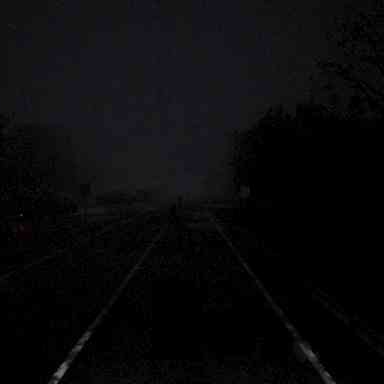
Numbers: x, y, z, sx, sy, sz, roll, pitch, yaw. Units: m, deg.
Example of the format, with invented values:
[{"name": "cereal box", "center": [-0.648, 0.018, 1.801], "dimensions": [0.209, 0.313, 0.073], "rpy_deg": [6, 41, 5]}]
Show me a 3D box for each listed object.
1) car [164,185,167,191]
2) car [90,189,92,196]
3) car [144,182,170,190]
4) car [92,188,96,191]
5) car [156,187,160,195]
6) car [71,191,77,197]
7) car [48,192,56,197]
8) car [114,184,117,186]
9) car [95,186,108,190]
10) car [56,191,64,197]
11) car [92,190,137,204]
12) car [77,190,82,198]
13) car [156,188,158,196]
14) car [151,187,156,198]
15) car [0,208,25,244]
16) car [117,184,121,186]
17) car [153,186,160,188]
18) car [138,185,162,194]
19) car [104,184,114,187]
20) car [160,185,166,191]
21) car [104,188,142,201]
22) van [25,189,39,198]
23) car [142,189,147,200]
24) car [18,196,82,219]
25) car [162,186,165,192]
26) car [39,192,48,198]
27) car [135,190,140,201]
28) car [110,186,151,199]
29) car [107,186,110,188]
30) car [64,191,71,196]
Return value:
[{"name": "car", "center": [-9.883, -0.392, 88.269], "dimensions": [4.792, 1.488, 2.163], "rpy_deg": [0, 3, 0]}, {"name": "car", "center": [-23.123, 0.481, 65.888], "dimensions": [5.008, 1.535, 2.097], "rpy_deg": [0, 2, 0]}, {"name": "car", "center": [-9.906, -0.976, 93.815], "dimensions": [5.566, 2.045, 2.435], "rpy_deg": [0, 3, 0]}, {"name": "car", "center": [-23.104, 0.395, 68.805], "dimensions": [4.892, 1.521, 2.231], "rpy_deg": [0, 2, 0]}, {"name": "car", "center": [-10.043, 0.337, 71.564], "dimensions": [4.792, 1.488, 2.163], "rpy_deg": [0, 2, 0]}, {"name": "car", "center": [-23.364, 0.667, 57.655], "dimensions": [5.366, 1.575, 1.946], "rpy_deg": [0, 1, 0]}, {"name": "car", "center": [-23.232, 0.811, 49.155], "dimensions": [4.674, 1.452, 2.002], "rpy_deg": [0, 0, 0]}, {"name": "car", "center": [-23.024, -0.545, 88.176], "dimensions": [4.553, 1.767, 2.185], "rpy_deg": [0, 3, 0]}, {"name": "car", "center": [-22.875, 0.096, 77.033], "dimensions": [5.366, 1.575, 1.946], "rpy_deg": [0, 2, 0]}, {"name": "car", "center": [-23.241, 0.776, 52.067], "dimensions": [4.792, 1.488, 2.163], "rpy_deg": [0, 0, 0]}, {"name": "car", "center": [-10.153, 0.838, 43.700], "dimensions": [4.792, 1.488, 2.163], "rpy_deg": [0, 0, 0]}, {"name": "car", "center": [-23.133, 0.650, 60.310], "dimensions": [4.792, 1.488, 2.163], "rpy_deg": [0, 1, 0]}, {"name": "car", "center": [-10.001, 0.429, 68.778], "dimensions": [4.792, 1.488, 2.163], "rpy_deg": [0, 2, 0]}, {"name": "car", "center": [-10.016, 0.357, 65.987], "dimensions": [4.553, 1.767, 2.185], "rpy_deg": [0, 2, 0]}, {"name": "car", "center": [-10.046, 1.576, 13.889], "dimensions": [4.792, 1.488, 2.163], "rpy_deg": [0, 0, 0]}, {"name": "car", "center": [-22.970, -0.569, 90.964], "dimensions": [5.008, 1.535, 2.097], "rpy_deg": [0, 3, 0]}, {"name": "car", "center": [-10.028, 0.083, 74.344], "dimensions": [4.553, 1.767, 2.185], "rpy_deg": [0, 2, 0]}, {"name": "car", "center": [-10.011, -0.027, 77.122], "dimensions": [4.553, 1.767, 2.185], "rpy_deg": [0, 2, 0]}, {"name": "car", "center": [-23.055, -0.395, 82.596], "dimensions": [5.566, 2.045, 2.435], "rpy_deg": [0, 3, 0]}, {"name": "car", "center": [-9.924, -0.279, 85.484], "dimensions": [5.008, 1.535, 2.097], "rpy_deg": [0, 3, 0]}, {"name": "car", "center": [-10.180, 0.650, 49.269], "dimensions": [4.553, 1.767, 2.185], "rpy_deg": [0, 0, 0]}, {"name": "van", "center": [-23.136, 0.579, 43.694], "dimensions": [4.442, 1.987, 1.878], "rpy_deg": [1, 0, 0]}, {"name": "car", "center": [-10.127, 0.752, 52.049], "dimensions": [5.008, 1.535, 2.097], "rpy_deg": [0, 1, 0]}, {"name": "car", "center": [-11.622, 1.362, 26.954], "dimensions": [1.895, 1.301, 4.718], "rpy_deg": [3, 4, 35]}, {"name": "car", "center": [-9.940, -0.145, 82.698], "dimensions": [5.008, 1.535, 2.097], "rpy_deg": [0, 3, 0]}, {"name": "car", "center": [-23.249, 0.827, 46.370], "dimensions": [4.674, 1.452, 2.002], "rpy_deg": [0, 0, 0]}, {"name": "car", "center": [-10.195, 0.822, 46.484], "dimensions": [4.792, 1.488, 2.163], "rpy_deg": [0, 0, 0]}, {"name": "car", "center": [-10.143, 0.468, 54.839], "dimensions": [5.566, 2.045, 2.435], "rpy_deg": [0, 1, 0]}, {"name": "car", "center": [-23.049, -0.019, 79.822], "dimensions": [5.008, 1.535, 2.097], "rpy_deg": [0, 2, 0]}, {"name": "car", "center": [-23.381, 0.710, 54.860], "dimensions": [5.366, 1.575, 1.946], "rpy_deg": [0, 1, 0]}]
